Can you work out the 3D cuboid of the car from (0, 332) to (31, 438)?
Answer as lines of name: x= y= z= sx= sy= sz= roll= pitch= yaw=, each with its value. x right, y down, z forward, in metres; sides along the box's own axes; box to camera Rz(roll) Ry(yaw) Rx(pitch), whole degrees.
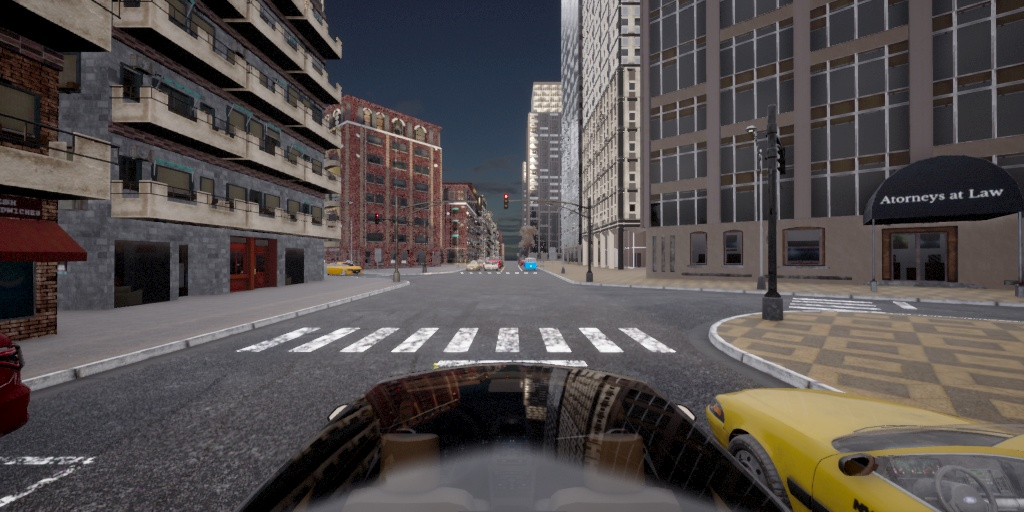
car: x=-5.314 y=1.065 z=1.078 sx=2.192 sy=1.841 sz=5.009 roll=0 pitch=0 yaw=0

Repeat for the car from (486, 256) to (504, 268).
car: x=-2.858 y=1.037 z=59.699 sx=2.150 sy=2.045 sz=5.566 roll=0 pitch=0 yaw=0

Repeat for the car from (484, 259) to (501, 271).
car: x=-2.871 y=1.396 z=50.192 sx=1.895 sy=1.301 sz=4.718 roll=0 pitch=0 yaw=-2

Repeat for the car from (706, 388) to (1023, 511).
car: x=2.566 y=1.275 z=1.258 sx=1.751 sy=1.417 sz=4.829 roll=0 pitch=0 yaw=0

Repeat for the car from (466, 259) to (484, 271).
car: x=-5.337 y=1.320 z=49.908 sx=1.751 sy=1.417 sz=4.829 roll=0 pitch=0 yaw=0

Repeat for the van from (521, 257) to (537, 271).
van: x=2.543 y=1.136 z=50.081 sx=1.690 sy=1.789 sz=3.998 roll=0 pitch=0 yaw=0

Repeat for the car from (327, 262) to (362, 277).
car: x=-18.331 y=1.393 z=38.894 sx=5.008 sy=1.535 sz=1.882 roll=0 pitch=0 yaw=33
